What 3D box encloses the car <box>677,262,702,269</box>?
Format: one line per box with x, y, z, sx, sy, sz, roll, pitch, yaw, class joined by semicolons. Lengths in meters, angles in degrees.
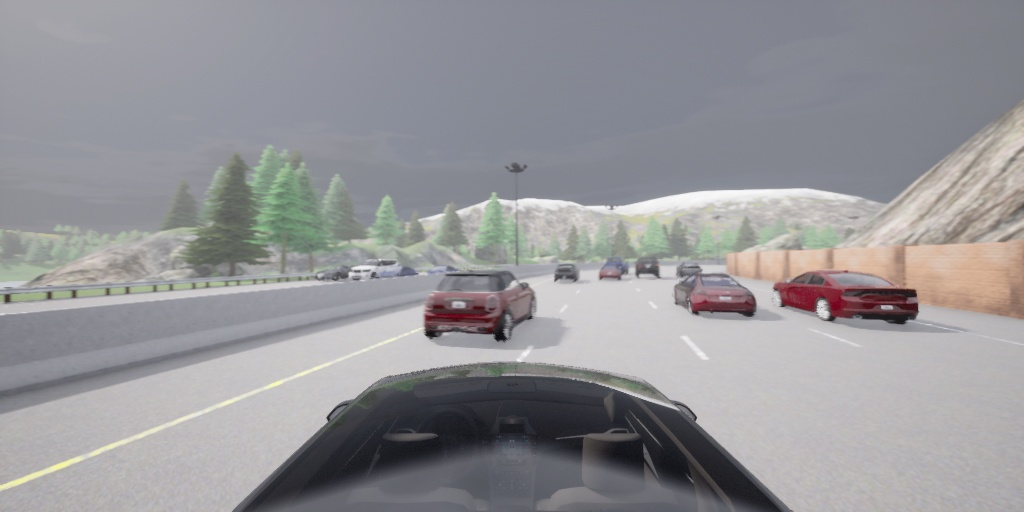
16.542;1.340;33.497;2.128;1.511;4.902;-1;0;19;car

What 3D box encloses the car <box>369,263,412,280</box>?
-9.850;1.573;31.049;1.812;1.442;4.674;-1;0;16;car

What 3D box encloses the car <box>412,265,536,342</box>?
-0.678;1.170;10.352;2.097;1.767;4.553;-1;-1;15;car

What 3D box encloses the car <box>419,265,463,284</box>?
-6.110;1.545;31.439;1.812;1.442;4.674;-1;0;16;car

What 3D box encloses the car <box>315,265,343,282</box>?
-16.272;1.613;33.999;2.128;1.511;4.902;-1;0;16;car

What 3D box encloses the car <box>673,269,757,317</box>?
7.382;1.340;13.449;1.994;1.385;4.181;-1;0;15;car

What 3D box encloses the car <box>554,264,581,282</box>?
4.814;1.433;31.056;1.837;1.490;4.892;-1;0;15;car

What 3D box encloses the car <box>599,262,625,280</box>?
9.018;1.470;32.925;1.994;1.385;4.181;-1;0;16;car

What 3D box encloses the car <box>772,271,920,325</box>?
10.597;1.216;11.914;1.882;1.535;5.008;-1;0;15;car

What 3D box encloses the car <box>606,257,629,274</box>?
12.529;1.171;42.739;2.150;2.045;5.566;-1;0;26;car

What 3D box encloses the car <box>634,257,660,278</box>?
13.581;1.112;35.977;2.150;2.045;5.566;-1;-1;19;car

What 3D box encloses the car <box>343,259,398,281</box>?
-12.743;1.312;33.751;2.150;2.045;5.566;-1;0;16;car
